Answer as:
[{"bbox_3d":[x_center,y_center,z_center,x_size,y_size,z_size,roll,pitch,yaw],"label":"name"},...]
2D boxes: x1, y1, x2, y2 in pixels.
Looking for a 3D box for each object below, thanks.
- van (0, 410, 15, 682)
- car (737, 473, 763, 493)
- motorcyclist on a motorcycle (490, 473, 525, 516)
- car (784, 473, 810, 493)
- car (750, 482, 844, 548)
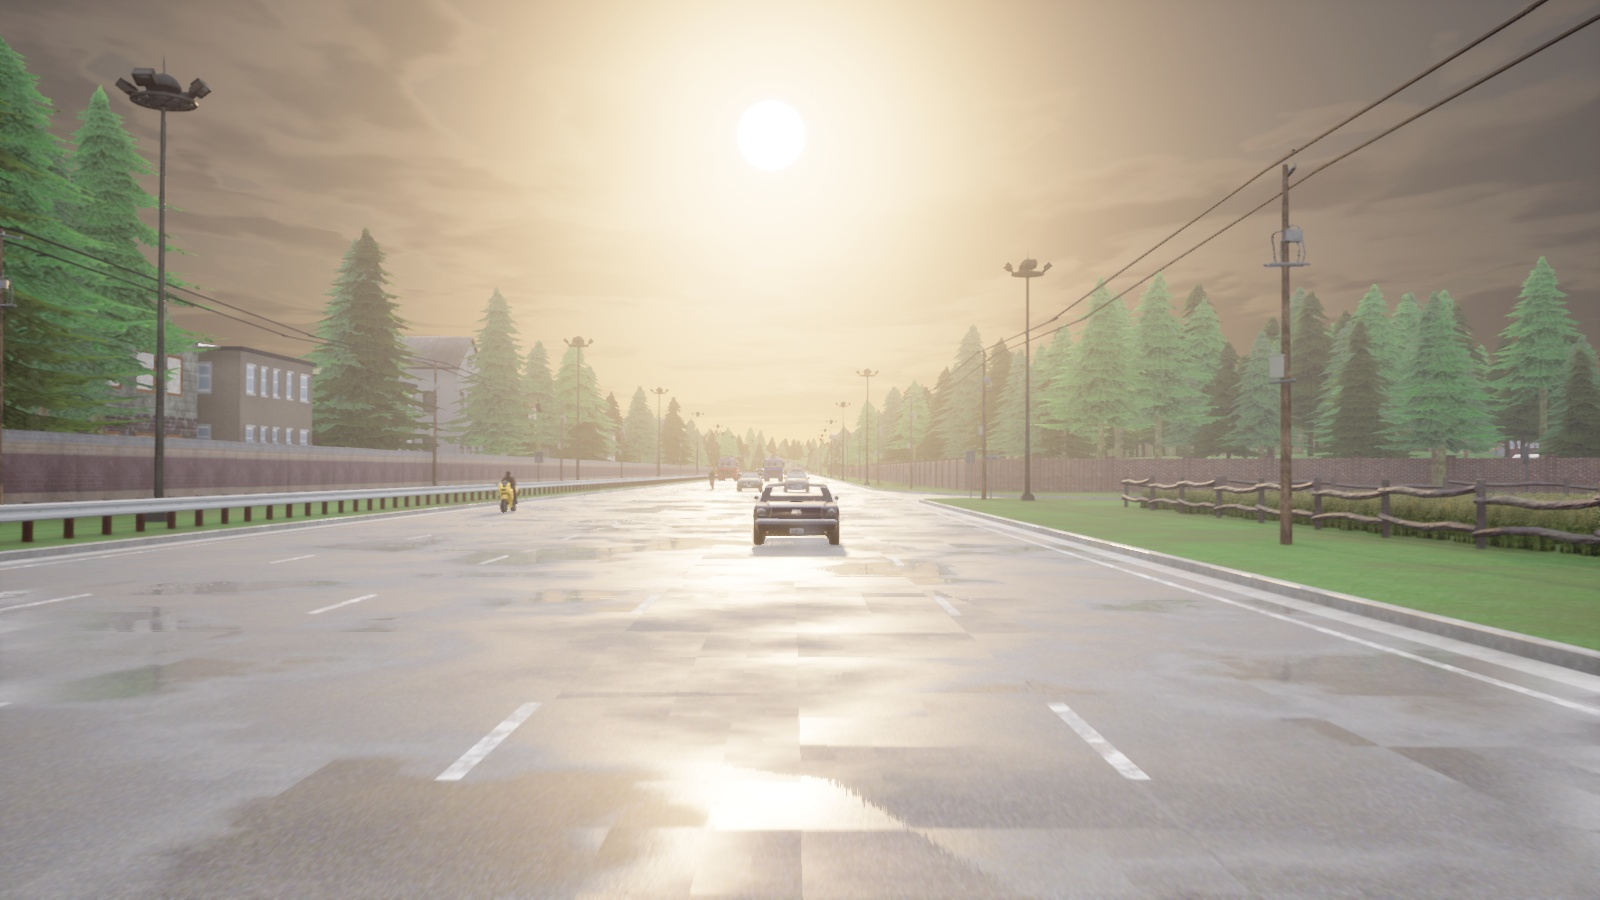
[{"bbox_3d":[-7.019,0.689,7.323,2.069,2.038,4.480,0,-1,0],"label":"van"},{"bbox_3d":[-3.727,2.436,94.479,1.812,1.442,4.674,0,-1,0],"label":"car"},{"bbox_3d":[-10.610,1.603,45.646,0.797,1.523,2.044,0,-1,0],"label":"motorcyclist on a motorcycle"},{"bbox_3d":[-0.224,2.397,93.086,1.812,1.442,4.674,0,-1,0],"label":"car"},{"bbox_3d":[-0.067,1.381,27.837,1.895,1.301,4.718,0,-1,0],"label":"car"}]
